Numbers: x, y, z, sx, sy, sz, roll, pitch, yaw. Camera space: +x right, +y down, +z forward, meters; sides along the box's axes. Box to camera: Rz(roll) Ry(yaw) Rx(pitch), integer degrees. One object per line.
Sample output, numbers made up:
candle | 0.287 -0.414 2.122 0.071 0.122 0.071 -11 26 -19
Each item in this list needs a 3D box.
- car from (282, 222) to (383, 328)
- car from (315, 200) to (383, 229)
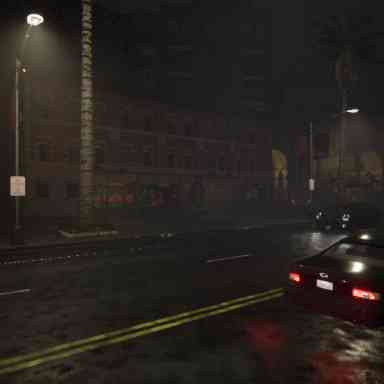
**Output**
car | 4.182 1.547 6.844 5.357 1.411 2.033 0 0 -36
car | 9.216 1.352 19.389 4.553 1.767 2.097 0 0 -36
